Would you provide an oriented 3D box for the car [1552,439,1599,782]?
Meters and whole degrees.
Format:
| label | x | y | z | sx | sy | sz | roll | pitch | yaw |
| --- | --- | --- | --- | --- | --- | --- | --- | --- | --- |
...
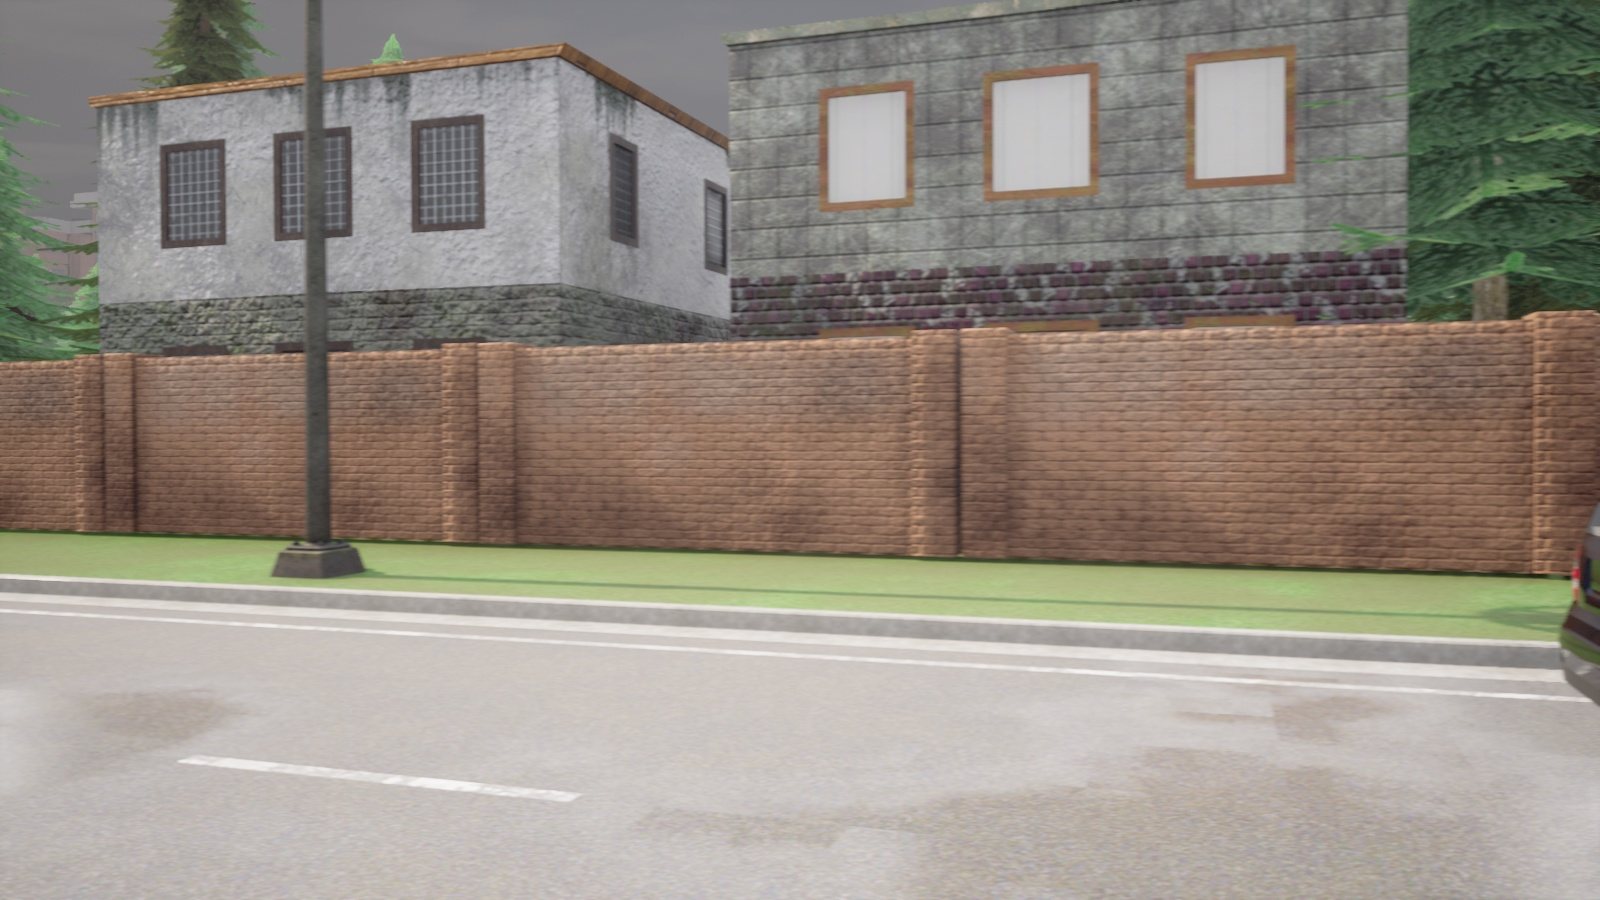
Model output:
| label | x | y | z | sx | sy | sz | roll | pitch | yaw |
| --- | --- | --- | --- | --- | --- | --- | --- | --- | --- |
| car | 5.380 | 0.744 | 5.075 | 3.705 | 1.549 | 1.789 | 0 | 1 | 19 |
